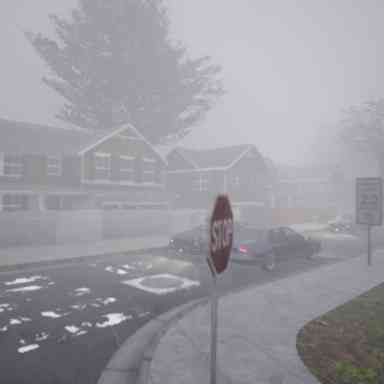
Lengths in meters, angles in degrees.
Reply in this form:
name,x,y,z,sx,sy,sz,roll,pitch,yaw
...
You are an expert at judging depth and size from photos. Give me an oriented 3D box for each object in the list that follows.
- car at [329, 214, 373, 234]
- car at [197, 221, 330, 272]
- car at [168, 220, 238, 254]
name,x,y,z,sx,sy,sz,roll,pitch,yaw
car,12.272,2.383,25.717,5.357,1.411,2.033,2,-2,-45
car,2.885,1.932,12.398,5.357,1.411,2.033,2,-2,-45
car,1.443,1.969,14.983,5.357,1.411,2.033,2,-2,-45
